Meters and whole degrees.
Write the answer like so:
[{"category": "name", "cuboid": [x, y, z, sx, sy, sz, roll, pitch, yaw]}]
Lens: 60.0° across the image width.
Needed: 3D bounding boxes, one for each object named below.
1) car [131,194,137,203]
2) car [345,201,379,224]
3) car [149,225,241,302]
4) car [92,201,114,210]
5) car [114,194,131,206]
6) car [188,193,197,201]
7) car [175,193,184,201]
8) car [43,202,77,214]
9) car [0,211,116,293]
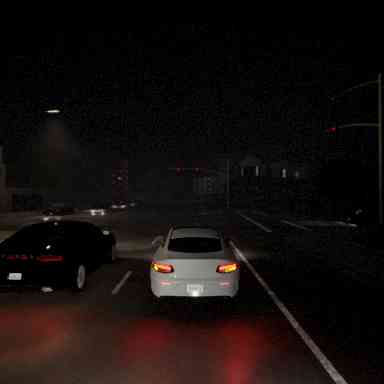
[{"category": "car", "cuboid": [-13.962, 1.458, 75.678, 2.150, 2.045, 5.566, 0, 1, 0]}, {"category": "car", "cuboid": [14.262, 1.490, 25.471, 4.553, 1.767, 2.097, 0, -1, 0]}, {"category": "car", "cuboid": [0.071, 1.540, 8.158, 1.812, 1.442, 4.674, 0, 0, 0]}, {"category": "car", "cuboid": [-14.071, 2.029, 51.863, 1.895, 1.301, 4.718, 0, 0, 0]}, {"category": "car", "cuboid": [-13.996, 1.731, 64.897, 2.097, 1.767, 4.553, 0, 1, 1]}, {"category": "car", "cuboid": [0.045, 1.413, 89.285, 2.150, 2.045, 5.566, 0, -1, 0]}, {"category": "car", "cuboid": [-3.455, 1.417, 88.985, 2.150, 2.045, 5.566, 0, 0, 0]}, {"category": "car", "cuboid": [-14.082, 1.827, 35.860, 2.033, 1.411, 5.357, 0, -1, 0]}, {"category": "car", "cuboid": [-3.425, 1.498, 8.945, 1.882, 1.535, 5.008, 0, 0, 0]}]
